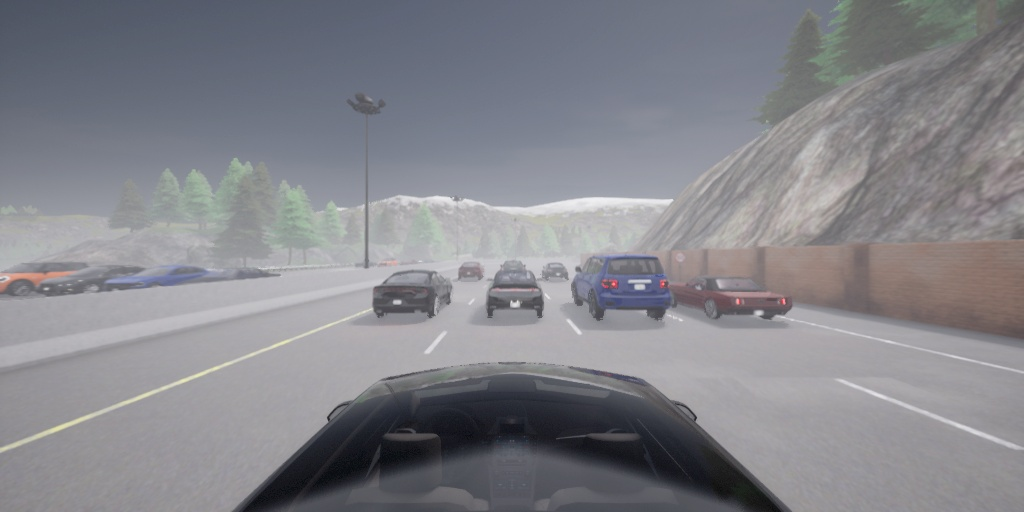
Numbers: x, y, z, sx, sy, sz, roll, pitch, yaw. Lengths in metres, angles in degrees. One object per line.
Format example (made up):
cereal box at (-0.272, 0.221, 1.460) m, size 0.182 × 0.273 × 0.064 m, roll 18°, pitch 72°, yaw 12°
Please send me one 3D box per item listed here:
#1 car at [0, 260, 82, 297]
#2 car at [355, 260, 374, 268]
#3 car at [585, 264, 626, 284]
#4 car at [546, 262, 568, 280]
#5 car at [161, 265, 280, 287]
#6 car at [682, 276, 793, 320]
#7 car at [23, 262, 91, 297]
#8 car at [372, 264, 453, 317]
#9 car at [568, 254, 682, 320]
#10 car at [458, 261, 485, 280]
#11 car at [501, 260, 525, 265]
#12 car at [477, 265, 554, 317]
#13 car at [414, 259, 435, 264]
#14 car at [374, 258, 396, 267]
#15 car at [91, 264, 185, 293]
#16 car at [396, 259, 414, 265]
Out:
car at (-24.602, 1.091, 18.646) m, size 2.097 × 1.767 × 4.553 m, roll 0°, pitch 0°, yaw 0°
car at (-24.398, 1.308, 59.828) m, size 1.895 × 1.301 × 4.718 m, roll 0°, pitch 0°, yaw 2°
car at (7.094, 1.330, 27.649) m, size 1.895 × 1.301 × 4.718 m, roll 0°, pitch 0°, yaw 0°
car at (3.593, 1.253, 30.269) m, size 1.812 × 1.442 × 4.674 m, roll 0°, pitch 0°, yaw 0°
car at (-14.104, 1.286, 18.234) m, size 2.033 × 1.411 × 5.357 m, roll 0°, pitch 0°, yaw 0°
car at (7.097, 1.342, 12.524) m, size 1.895 × 1.301 × 4.718 m, roll 0°, pitch 0°, yaw 0°
car at (-21.103, 1.244, 18.670) m, size 1.837 × 1.490 × 4.892 m, roll 0°, pitch 0°, yaw 0°
car at (-3.404, 1.219, 13.128) m, size 1.882 × 1.535 × 5.008 m, roll 0°, pitch 0°, yaw 0°
car at (3.597, 0.963, 12.776) m, size 2.150 × 2.045 × 5.566 m, roll 0°, pitch 0°, yaw 0°
car at (-3.407, 1.205, 30.799) m, size 1.882 × 1.535 × 5.008 m, roll 0°, pitch 0°, yaw 0°
car at (0.093, 1.081, 28.962) m, size 2.097 × 1.767 × 4.553 m, roll 0°, pitch 0°, yaw 0°
car at (0.096, 1.233, 13.039) m, size 2.128 × 1.511 × 4.902 m, roll 0°, pitch 0°, yaw 0°
car at (-14.003, 1.254, 59.250) m, size 2.033 × 1.411 × 5.357 m, roll 0°, pitch 0°, yaw 2°
car at (-20.843, 1.059, 60.505) m, size 2.097 × 1.767 × 4.553 m, roll 0°, pitch 0°, yaw 2°
car at (-17.603, 1.217, 18.383) m, size 1.882 × 1.535 × 5.008 m, roll 0°, pitch 0°, yaw 0°
car at (-17.353, 1.184, 60.457) m, size 1.882 × 1.535 × 5.008 m, roll 0°, pitch 0°, yaw 2°
